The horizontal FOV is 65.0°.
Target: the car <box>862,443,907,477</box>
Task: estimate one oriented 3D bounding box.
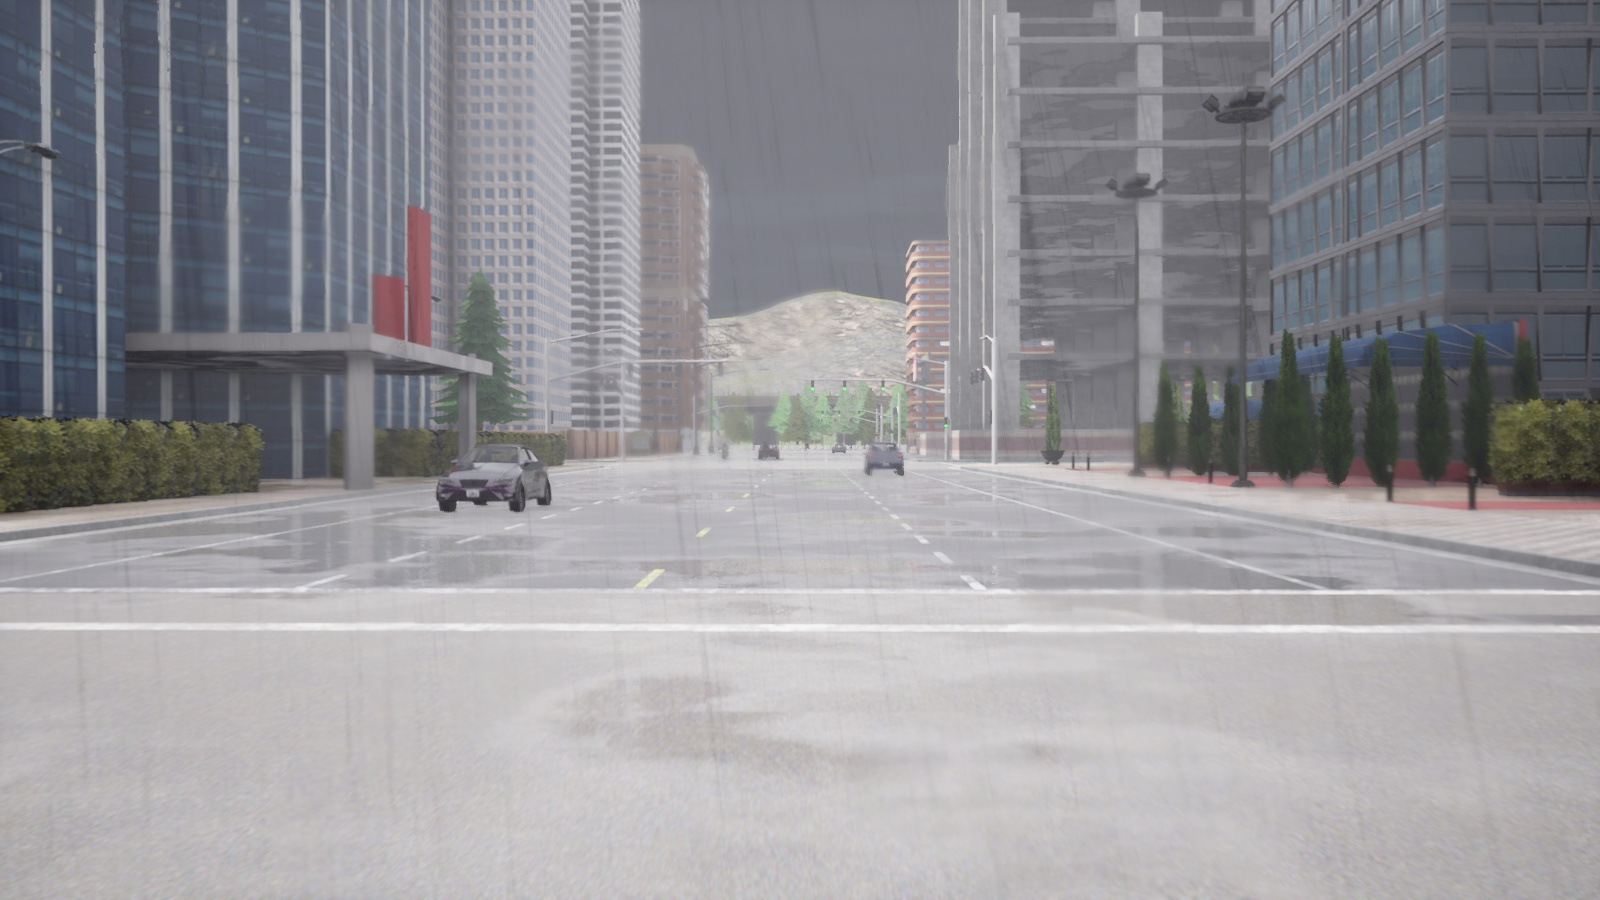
[{"bbox_3d":[3.849,0.437,57.893,1.845,1.501,3.633,0,0,0],"label":"car"}]

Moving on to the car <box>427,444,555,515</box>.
[{"bbox_3d":[-6.823,0.596,28.147,1.816,1.474,4.193,0,0,0],"label":"car"}]
